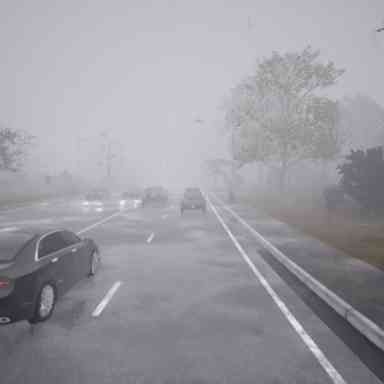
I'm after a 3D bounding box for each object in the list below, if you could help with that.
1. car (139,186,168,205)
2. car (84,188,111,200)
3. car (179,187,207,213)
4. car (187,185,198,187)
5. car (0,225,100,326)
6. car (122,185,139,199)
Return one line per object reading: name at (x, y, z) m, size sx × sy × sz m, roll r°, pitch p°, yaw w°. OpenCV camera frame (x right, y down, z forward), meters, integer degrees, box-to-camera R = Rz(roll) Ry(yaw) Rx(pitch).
car at (-3.418, 0.237, 31.544) m, size 2.097 × 1.767 × 4.553 m, roll 0°, pitch 3°, yaw 0°
car at (-10.615, 0.193, 37.662) m, size 1.895 × 1.301 × 4.718 m, roll 0°, pitch 3°, yaw 0°
car at (0.085, 0.676, 25.341) m, size 2.128 × 1.511 × 4.902 m, roll 0°, pitch 3°, yaw 0°
car at (0.067, -0.207, 43.435) m, size 1.882 × 1.535 × 5.008 m, roll 0°, pitch 3°, yaw 0°
car at (-3.404, 1.462, 7.103) m, size 1.837 × 1.490 × 4.892 m, roll 0°, pitch 1°, yaw 0°
car at (-7.111, -0.034, 39.830) m, size 1.882 × 1.535 × 5.008 m, roll 0°, pitch 3°, yaw 0°
